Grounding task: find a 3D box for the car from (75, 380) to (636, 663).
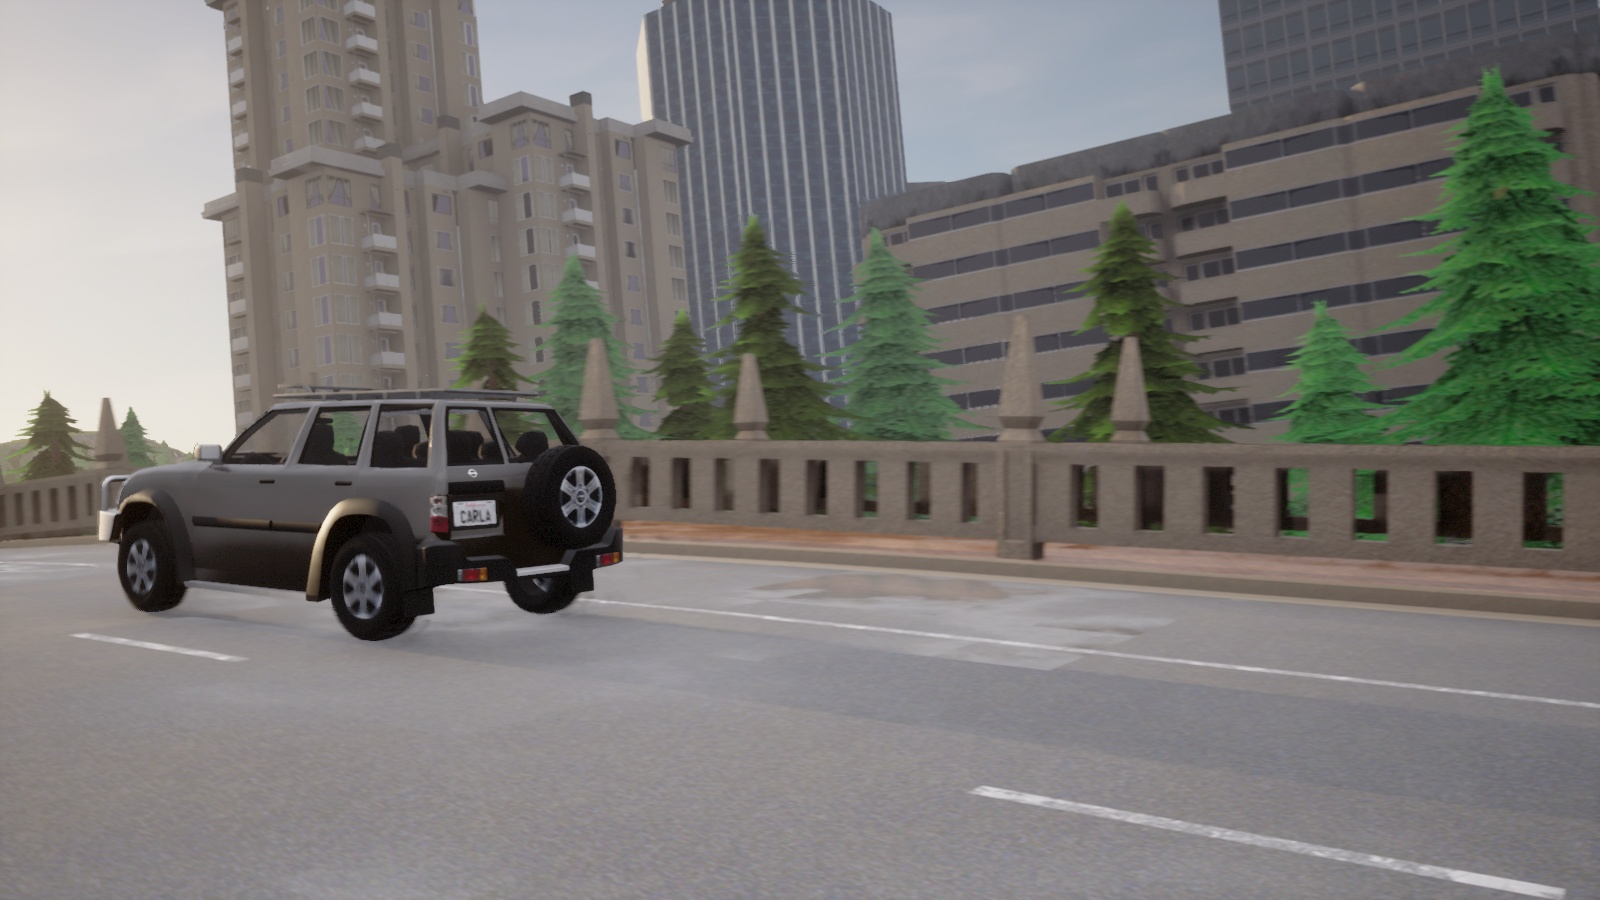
[{"bbox_3d":[-3.758,0.486,10.319,4.605,1.855,1.932,-1,0,34],"label":"car"}]
